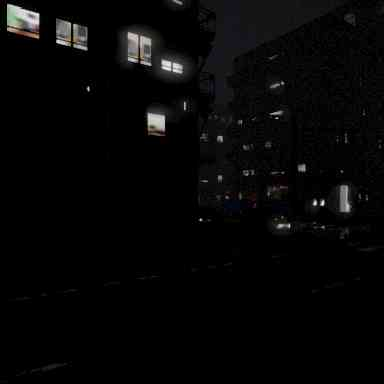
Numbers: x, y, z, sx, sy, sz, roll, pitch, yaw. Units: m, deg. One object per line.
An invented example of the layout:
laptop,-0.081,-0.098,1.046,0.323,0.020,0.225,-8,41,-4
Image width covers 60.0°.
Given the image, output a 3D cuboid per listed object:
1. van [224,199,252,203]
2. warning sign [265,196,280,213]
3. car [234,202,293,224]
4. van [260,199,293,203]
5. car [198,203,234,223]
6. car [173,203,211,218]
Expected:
van,5.160,1.676,38.077,1.690,1.788,3.998,-1,0,-36
warning sign,8.967,1.400,36.953,1.300,1.860,1.060,1,0,-36
car,5.844,1.802,27.391,1.994,1.385,4.181,0,-1,-36
van,8.479,1.603,33.564,1.690,1.788,3.998,-1,0,-36
car,1.744,1.875,28.641,1.802,1.307,4.206,-1,0,-36
car,-0.052,1.933,35.413,1.994,1.385,4.181,0,-1,-37
